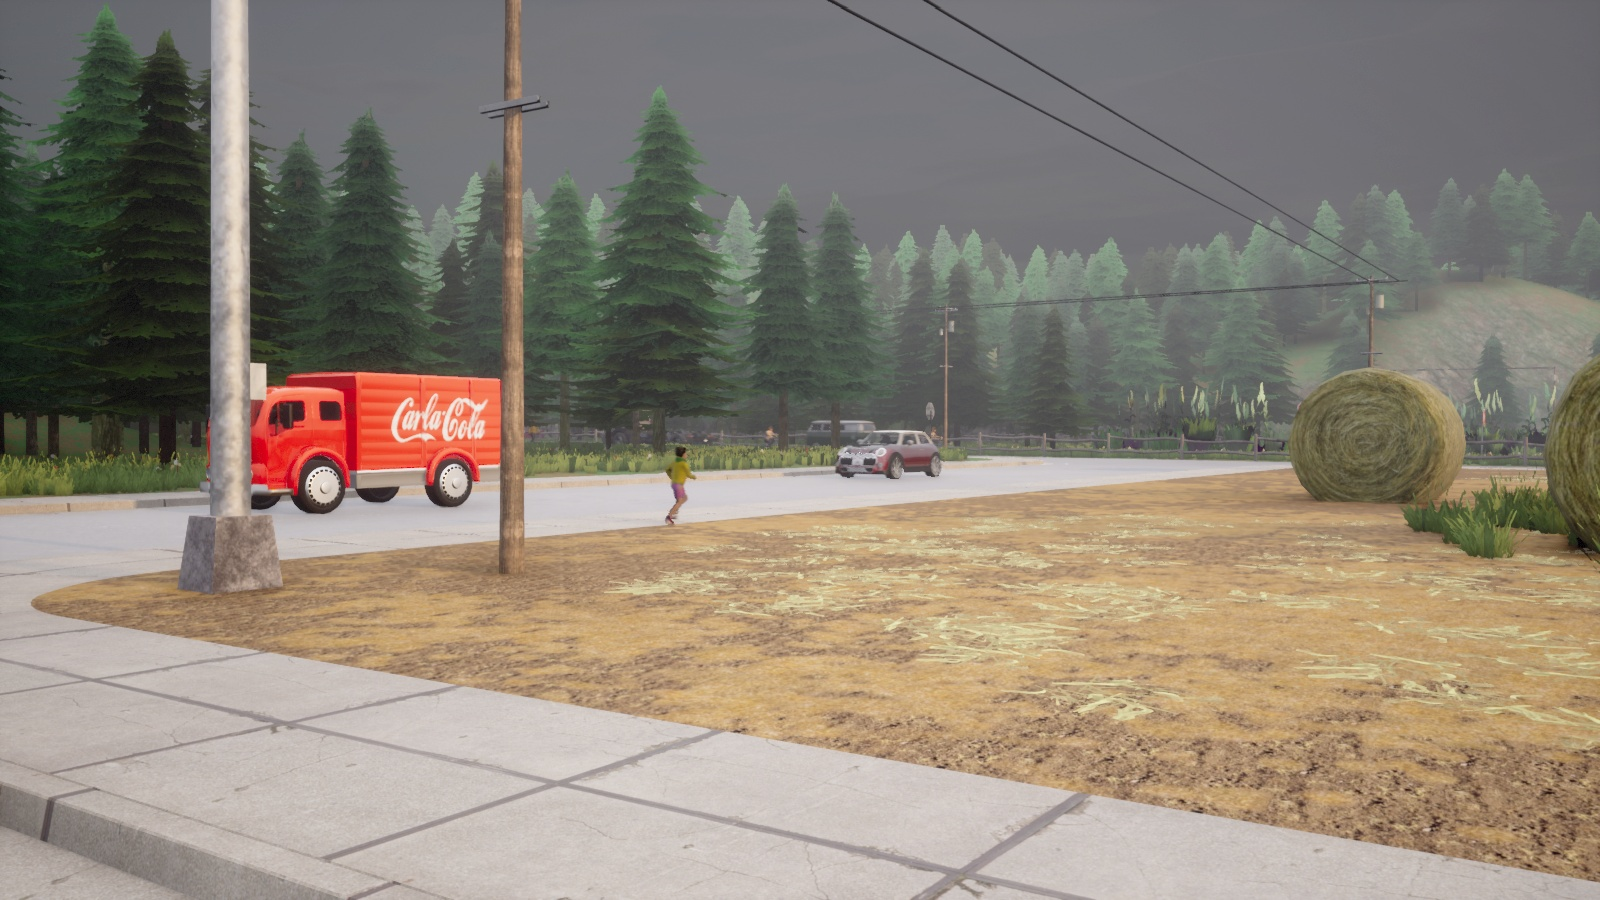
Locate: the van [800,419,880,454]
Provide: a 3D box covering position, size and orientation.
[{"bbox_3d":[2.333,-0.798,73.732,4.442,1.987,1.775,0,1,37],"label":"van"}]

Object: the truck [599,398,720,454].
[{"bbox_3d":[-9.249,-1.525,82.075,7.936,3.462,2.891,0,1,36],"label":"truck"}]

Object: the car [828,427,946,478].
[{"bbox_3d":[2.752,0.034,38.933,1.970,1.475,3.806,0,1,35],"label":"car"}]

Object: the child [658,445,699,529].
[{"bbox_3d":[-1.708,0.509,17.631,0.473,1.160,0.299,-2,1,-41],"label":"child"}]

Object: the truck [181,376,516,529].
[{"bbox_3d":[-8.143,-0.023,23.158,2.627,2.467,5.204,0,1,35],"label":"truck"}]
